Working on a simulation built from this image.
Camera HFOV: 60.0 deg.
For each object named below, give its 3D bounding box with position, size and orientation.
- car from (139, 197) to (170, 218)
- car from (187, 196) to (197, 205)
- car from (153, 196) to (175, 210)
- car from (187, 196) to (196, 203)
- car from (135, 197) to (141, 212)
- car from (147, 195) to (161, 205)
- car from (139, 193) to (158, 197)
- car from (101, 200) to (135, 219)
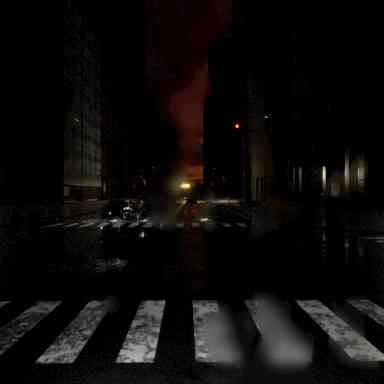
[{"bbox_3d":[-3.399,1.480,30.810,1.882,1.535,5.008,0,0,0],"label":"car"},{"bbox_3d":[-0.022,1.554,60.535,2.033,1.411,5.357,0,0,0],"label":"car"},{"bbox_3d":[-3.423,1.529,40.090,1.812,1.442,4.674,0,0,0],"label":"car"},{"bbox_3d":[-0.077,1.568,70.862,1.994,1.385,4.181,0,0,0],"label":"car"},{"bbox_3d":[-6.667,1.604,38.780,1.895,1.301,4.718,0,0,0],"label":"car"},{"bbox_3d":[-6.660,1.359,58.953,2.097,1.767,4.553,0,0,-1],"label":"car"},{"bbox_3d":[-6.677,1.226,48.691,2.150,2.045,5.566,0,0,0],"label":"car"},{"bbox_3d":[-6.665,1.507,29.517,1.837,1.490,4.892,0,0,0],"label":"car"}]
